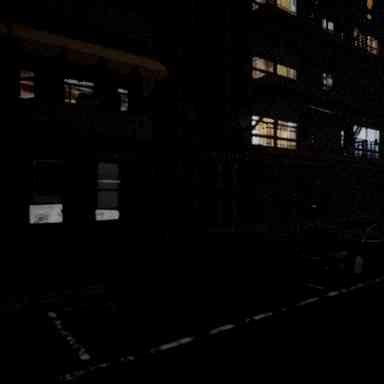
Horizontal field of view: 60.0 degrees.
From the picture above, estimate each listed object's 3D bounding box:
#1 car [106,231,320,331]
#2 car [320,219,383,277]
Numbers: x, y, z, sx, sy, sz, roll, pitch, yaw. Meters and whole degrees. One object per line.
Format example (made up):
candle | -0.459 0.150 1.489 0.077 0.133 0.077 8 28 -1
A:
car | 0.434 1.558 6.867 4.313 1.339 1.947 0 0 -35
car | 4.942 1.534 10.082 4.403 1.369 2.008 0 0 -35
